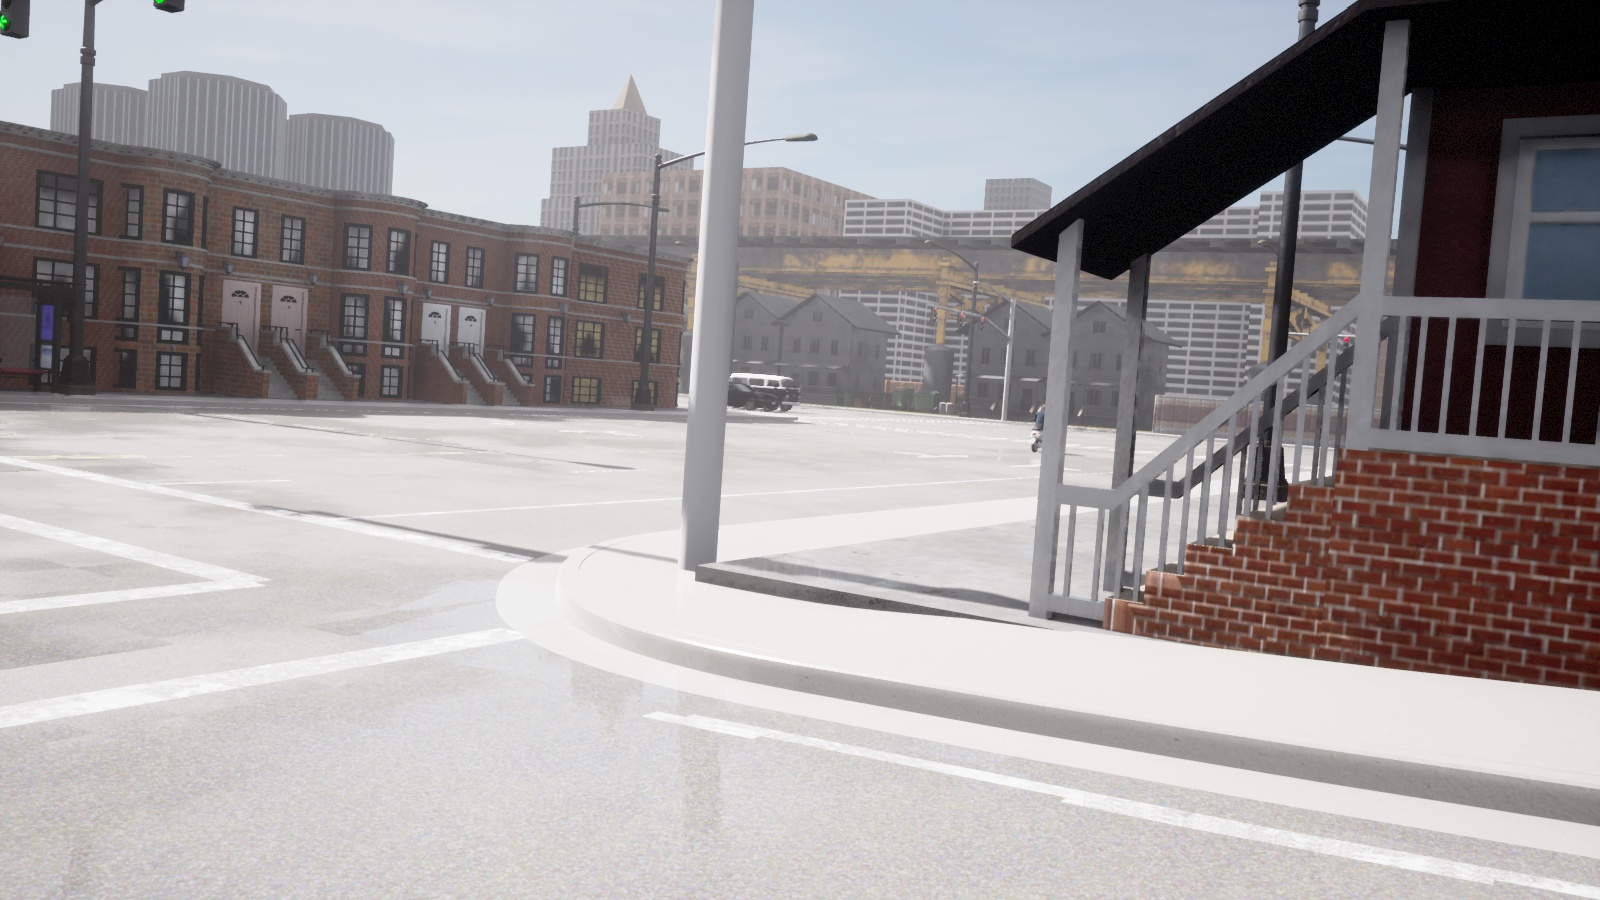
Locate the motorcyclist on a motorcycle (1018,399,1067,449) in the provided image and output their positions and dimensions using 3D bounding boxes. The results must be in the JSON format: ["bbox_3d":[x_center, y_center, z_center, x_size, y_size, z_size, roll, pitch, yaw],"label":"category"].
[{"bbox_3d":[8.091,-0.857,41.772,0.866,1.590,1.817,5,4,34],"label":"motorcyclist on a motorcycle"}]

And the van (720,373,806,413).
[{"bbox_3d":[-2.161,-3.271,71.989,4.480,2.038,2.069,5,3,34],"label":"van"}]

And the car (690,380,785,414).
[{"bbox_3d":[-3.451,-2.904,68.642,5.008,1.535,1.882,5,4,34],"label":"car"}]
